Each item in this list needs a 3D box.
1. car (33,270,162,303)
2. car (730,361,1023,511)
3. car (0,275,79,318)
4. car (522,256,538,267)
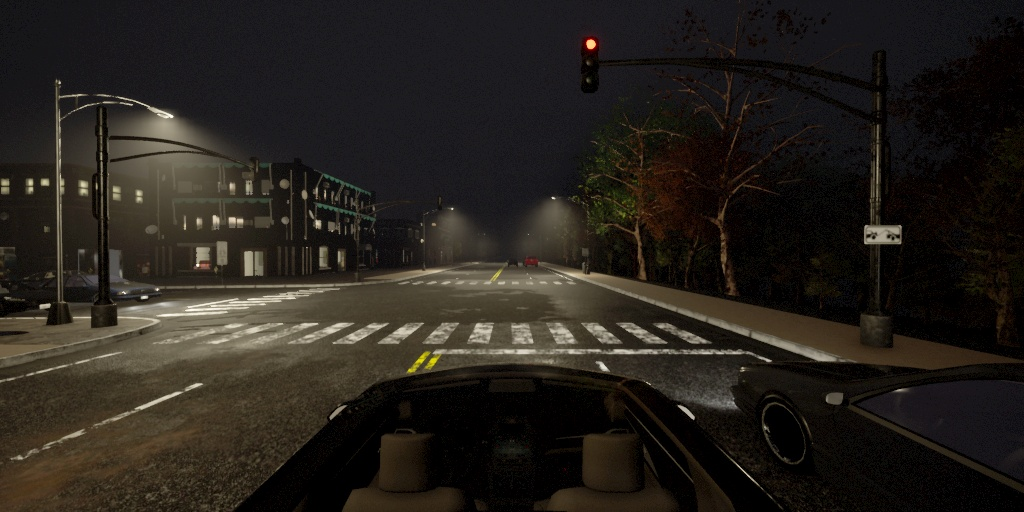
[{"bbox_3d":[-19.287,1.512,16.380,5.357,1.411,2.033,-1,1,3],"label":"car"},{"bbox_3d":[3.327,1.297,1.672,2.033,1.411,5.357,0,0,3],"label":"car"},{"bbox_3d":[-19.935,1.565,13.654,4.313,1.339,1.948,0,0,0],"label":"car"},{"bbox_3d":[3.416,0.948,63.877,2.150,2.045,5.566,0,0,0],"label":"car"}]
